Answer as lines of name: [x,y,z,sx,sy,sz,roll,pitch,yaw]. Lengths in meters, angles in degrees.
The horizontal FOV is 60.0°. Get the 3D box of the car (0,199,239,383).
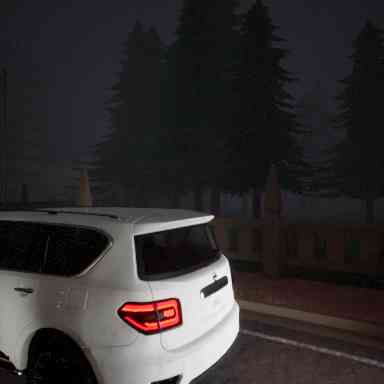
car: [-2.108,1.221,4.740,5.566,2.045,2.150,0,0,29]

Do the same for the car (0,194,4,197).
car: [-23.351,1.277,36.663,2.150,2.045,5.566,0,0,22]

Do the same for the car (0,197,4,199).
car: [-19.962,1.581,35.697,1.812,1.442,4.674,0,0,22]
